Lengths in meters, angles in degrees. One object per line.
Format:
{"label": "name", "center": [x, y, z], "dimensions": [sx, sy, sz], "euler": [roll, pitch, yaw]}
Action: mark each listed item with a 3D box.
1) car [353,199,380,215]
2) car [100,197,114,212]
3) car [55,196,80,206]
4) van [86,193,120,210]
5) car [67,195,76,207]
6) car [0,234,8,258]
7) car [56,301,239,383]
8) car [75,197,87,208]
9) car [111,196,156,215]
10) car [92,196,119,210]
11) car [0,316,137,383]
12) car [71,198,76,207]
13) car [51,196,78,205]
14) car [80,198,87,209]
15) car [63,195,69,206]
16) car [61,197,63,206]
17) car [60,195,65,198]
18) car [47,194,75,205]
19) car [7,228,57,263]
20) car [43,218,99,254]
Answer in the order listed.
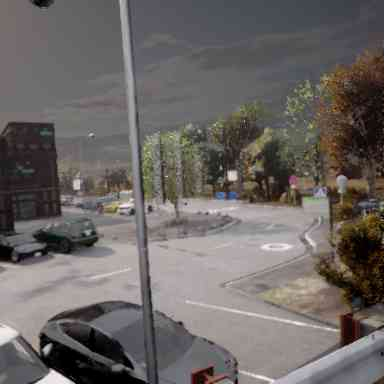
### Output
{"label": "car", "center": [14.527, 1.326, 27.023], "dimensions": [1.812, 1.442, 4.674], "euler": [-5, 2, -20]}
{"label": "car", "center": [-10.378, 1.981, 48.386], "dimensions": [1.946, 1.575, 5.366], "euler": [-3, 4, 36]}
{"label": "car", "center": [-27.324, 1.992, 73.119], "dimensions": [2.163, 1.488, 4.792], "euler": [-3, 4, 36]}
{"label": "van", "center": [-13.949, 1.778, 53.091], "dimensions": [1.878, 1.987, 4.442], "euler": [-2, 4, 36]}
{"label": "car", "center": [-20.599, 1.846, 63.160], "dimensions": [2.185, 1.767, 4.553], "euler": [-2, 4, 36]}
{"label": "car", "center": [-13.542, 3.354, 19.284], "dimensions": [5.566, 2.045, 2.435], "euler": [-3, 2, 34]}
{"label": "car", "center": [-1.329, 3.393, 7.195], "dimensions": [4.792, 1.488, 2.163], "euler": [-1, 4, 34]}
{"label": "car", "center": [-17.277, 1.861, 58.142], "dimensions": [2.185, 1.767, 4.553], "euler": [-3, 4, 36]}
{"label": "car", "center": [-7.122, 1.762, 43.231], "dimensions": [2.435, 2.045, 5.566], "euler": [-2, 4, 36]}
{"label": "car", "center": [-12.180, 2.037, 50.718], "dimensions": [2.002, 1.452, 4.674], "euler": [-3, 4, 36]}
{"label": "car", "center": [-3.792, 3.364, 5.419], "dimensions": [5.566, 2.045, 2.435], "euler": [-1, 4, 34]}
{"label": "car", "center": [-18.927, 2.018, 60.659], "dimensions": [2.002, 1.452, 4.674], "euler": [-3, 4, 36]}
{"label": "car", "center": [-28.919, 1.945, 75.731], "dimensions": [1.946, 1.575, 5.366], "euler": [-3, 4, 36]}
{"label": "car", "center": [-15.548, 1.987, 55.687], "dimensions": [2.097, 1.535, 5.008], "euler": [-2, 4, 36]}
{"label": "car", "center": [-22.281, 1.842, 65.645], "dimensions": [2.185, 1.767, 4.553], "euler": [-2, 4, 36]}
{"label": "car", "center": [-23.964, 1.995, 68.145], "dimensions": [2.163, 1.488, 4.792], "euler": [-3, 4, 36]}
{"label": "car", "center": [-25.667, 1.713, 70.616], "dimensions": [2.435, 2.045, 5.566], "euler": [-3, 4, 36]}
{"label": "car", "center": [-30.728, 1.714, 78.078], "dimensions": [2.435, 2.045, 5.566], "euler": [-3, 4, 36]}
{"label": "car", "center": [-11.124, 3.388, 21.026], "dimensions": [4.792, 1.488, 2.163], "euler": [-3, 2, 34]}
{"label": "car", "center": [-8.806, 2.866, 22.742], "dimensions": [5.566, 2.045, 2.435], "euler": [-3, 3, 35]}
